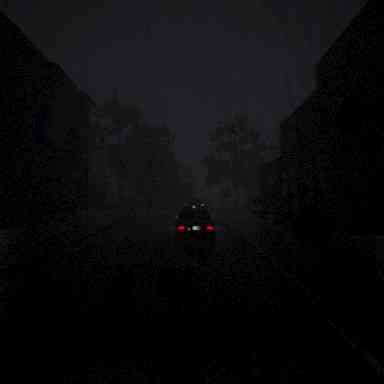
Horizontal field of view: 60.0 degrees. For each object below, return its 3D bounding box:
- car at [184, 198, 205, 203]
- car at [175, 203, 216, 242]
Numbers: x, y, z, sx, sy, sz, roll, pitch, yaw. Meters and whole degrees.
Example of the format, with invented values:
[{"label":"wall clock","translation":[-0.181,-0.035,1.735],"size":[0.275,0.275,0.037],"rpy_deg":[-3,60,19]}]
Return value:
[{"label":"car","translation":[0.208,1.267,30.711],"size":[1.994,1.385,4.181],"rpy_deg":[0,-1,1]},{"label":"car","translation":[0.147,1.523,16.260],"size":[2.033,1.411,5.357],"rpy_deg":[0,0,0]}]
